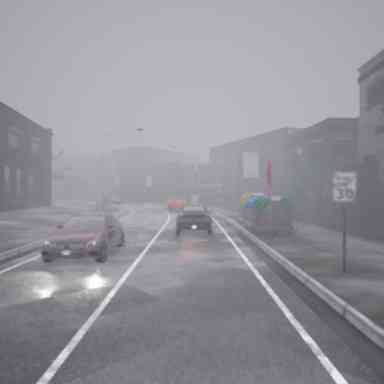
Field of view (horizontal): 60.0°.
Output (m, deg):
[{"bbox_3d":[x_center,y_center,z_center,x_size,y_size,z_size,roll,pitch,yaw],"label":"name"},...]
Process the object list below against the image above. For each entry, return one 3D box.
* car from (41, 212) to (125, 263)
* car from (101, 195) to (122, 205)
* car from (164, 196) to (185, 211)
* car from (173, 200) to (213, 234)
[{"bbox_3d":[-3.609,1.475,11.861,1.812,1.442,4.674,0,0,0],"label":"car"},{"bbox_3d":[-12.933,1.198,53.367,2.128,1.511,4.902,1,0,-38],"label":"car"},{"bbox_3d":[-1.941,1.192,39.136,2.097,1.767,4.553,0,0,-13],"label":"car"},{"bbox_3d":[0.097,1.426,18.507,1.837,1.490,4.892,0,0,0],"label":"car"}]
